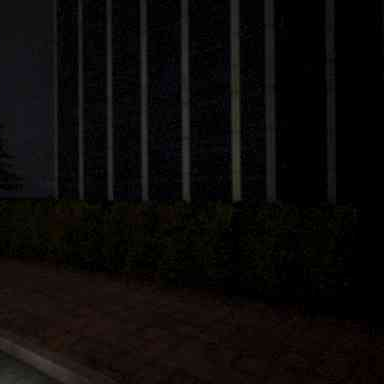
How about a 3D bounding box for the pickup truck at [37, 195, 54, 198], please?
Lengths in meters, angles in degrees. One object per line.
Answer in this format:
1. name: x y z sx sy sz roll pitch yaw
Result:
1. pickup truck: -28.774 1.730 66.886 6.274 2.098 2.390 0 0 -24
